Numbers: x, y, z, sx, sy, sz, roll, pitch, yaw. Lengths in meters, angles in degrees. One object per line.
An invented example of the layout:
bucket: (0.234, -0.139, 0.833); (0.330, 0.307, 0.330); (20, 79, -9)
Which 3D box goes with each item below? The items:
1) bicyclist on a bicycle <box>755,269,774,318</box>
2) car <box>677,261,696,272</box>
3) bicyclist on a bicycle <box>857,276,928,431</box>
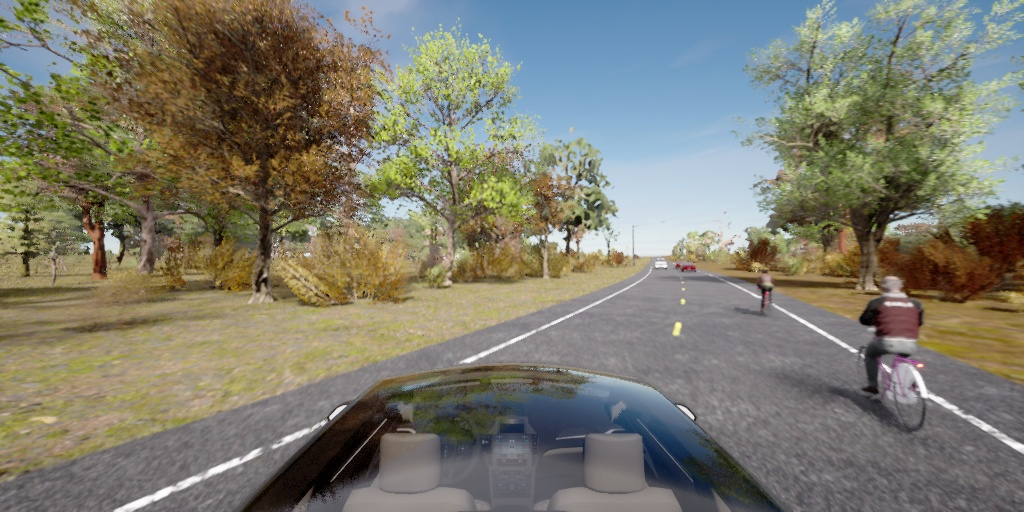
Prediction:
bicyclist on a bicycle: (8.881, 1.290, 12.559); (0.582, 1.620, 1.656); (-1, -1, 27)
car: (26.427, 1.630, 53.855); (1.882, 1.535, 5.008); (0, 0, 22)
bicyclist on a bicycle: (4.864, 1.137, 4.679); (0.659, 1.776, 1.843); (-1, -1, 28)
